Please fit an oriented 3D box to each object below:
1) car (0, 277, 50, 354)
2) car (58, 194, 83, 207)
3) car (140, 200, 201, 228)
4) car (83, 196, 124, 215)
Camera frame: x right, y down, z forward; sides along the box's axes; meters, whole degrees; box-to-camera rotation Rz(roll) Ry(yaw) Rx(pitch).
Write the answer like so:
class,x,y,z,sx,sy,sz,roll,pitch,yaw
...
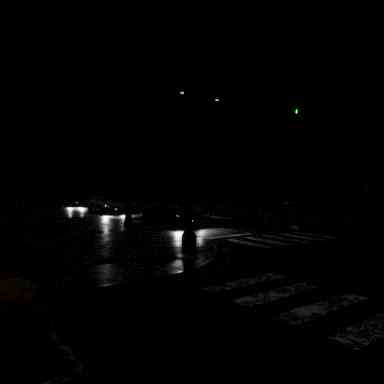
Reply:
class,x,y,z,sx,sy,sz,roll,pitch,yaw
car,-4.222,1.525,3.650,4.829,1.417,1.752,0,0,-35
car,-13.075,0.899,36.108,1.994,1.385,4.181,0,1,-35
car,-1.406,1.227,19.770,1.812,1.442,4.674,0,1,-37
car,-7.340,1.038,28.074,1.812,1.442,4.674,0,1,-36
